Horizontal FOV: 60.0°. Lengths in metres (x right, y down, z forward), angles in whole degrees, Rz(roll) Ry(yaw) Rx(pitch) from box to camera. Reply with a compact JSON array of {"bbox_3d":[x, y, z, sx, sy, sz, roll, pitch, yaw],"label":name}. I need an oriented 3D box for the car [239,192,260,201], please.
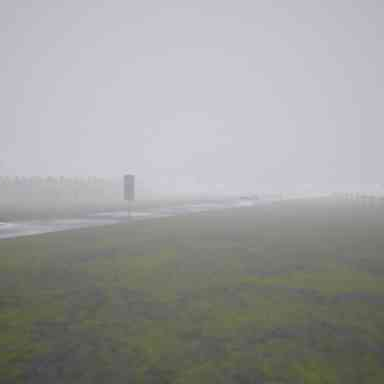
[{"bbox_3d":[9.524,0.719,54.482,2.033,1.411,5.357,0,1,30],"label":"car"}]
